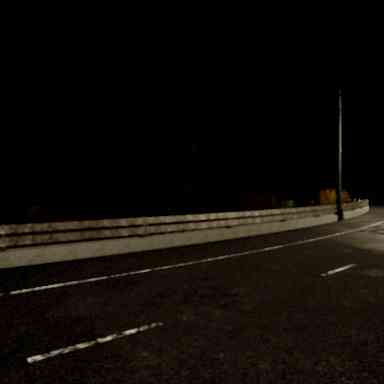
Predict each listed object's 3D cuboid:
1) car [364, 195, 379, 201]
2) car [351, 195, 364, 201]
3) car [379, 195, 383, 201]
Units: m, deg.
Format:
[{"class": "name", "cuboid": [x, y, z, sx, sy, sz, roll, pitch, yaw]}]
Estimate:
[{"class": "car", "cuboid": [42.960, 1.413, 81.257, 1.812, 1.442, 4.674, 0, 0, 3]}, {"class": "car", "cuboid": [39.474, 1.418, 81.578, 2.128, 1.511, 4.902, 0, 0, 3]}, {"class": "car", "cuboid": [46.455, 1.453, 80.411, 1.994, 1.385, 4.181, 0, 0, 3]}]
